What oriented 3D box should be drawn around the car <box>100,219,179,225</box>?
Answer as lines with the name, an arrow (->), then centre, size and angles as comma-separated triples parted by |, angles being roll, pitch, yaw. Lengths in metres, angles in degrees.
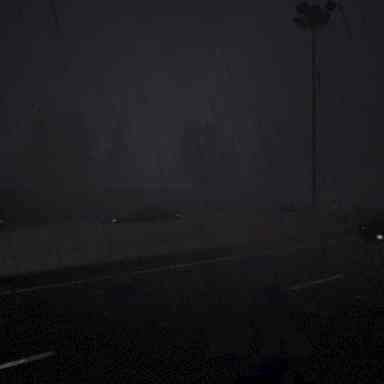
car -> -2.901, 1.501, 19.162 | 4.674, 1.442, 1.812 | 0, 0, -36

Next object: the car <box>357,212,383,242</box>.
car -> 9.491, 1.555, 15.086 | 4.718, 1.301, 1.895 | 0, 0, -38

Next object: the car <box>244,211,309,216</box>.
car -> 5.441, 1.501, 21.048 | 5.357, 1.411, 2.033 | 0, 0, -39
